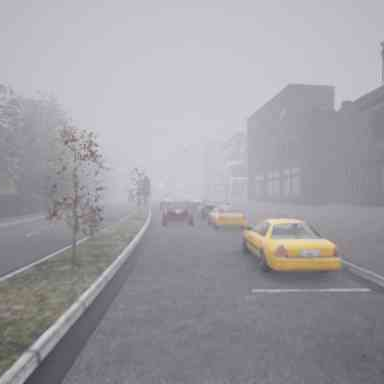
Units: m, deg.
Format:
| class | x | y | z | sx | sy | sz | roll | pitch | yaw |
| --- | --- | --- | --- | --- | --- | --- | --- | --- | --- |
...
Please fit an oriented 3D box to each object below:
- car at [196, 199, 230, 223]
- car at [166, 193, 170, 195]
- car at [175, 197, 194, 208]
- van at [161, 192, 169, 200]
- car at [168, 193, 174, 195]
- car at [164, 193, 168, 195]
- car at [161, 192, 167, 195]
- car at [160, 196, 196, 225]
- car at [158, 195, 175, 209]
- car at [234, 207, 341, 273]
| class | x | y | z | sx | sy | sz | roll | pitch | yaw |
| --- | --- | --- | --- | --- | --- | --- | --- | --- | --- |
| car | 1.527 | 1.534 | 28.743 | 2.163 | 1.488 | 4.792 | 0 | 0 | -5 |
| car | -3.575 | 1.486 | 65.625 | 2.002 | 1.452 | 4.674 | 0 | 0 | -8 |
| car | -1.211 | 1.488 | 49.150 | 2.231 | 1.521 | 4.892 | 0 | 0 | -8 |
| van | -7.532 | 1.095 | 93.193 | 1.878 | 1.987 | 4.442 | 0 | 0 | -8 |
| car | -2.793 | 1.492 | 60.165 | 2.163 | 1.488 | 4.792 | 0 | 0 | -8 |
| car | -4.369 | 1.457 | 71.147 | 2.163 | 1.488 | 4.792 | 0 | 0 | -8 |
| car | -5.155 | 1.154 | 76.635 | 2.435 | 2.045 | 5.566 | 0 | 0 | -8 |
| car | -1.115 | 1.369 | 24.362 | 2.097 | 1.767 | 4.553 | 0 | 0 | -5 |
| car | -3.101 | 1.486 | 41.329 | 1.882 | 1.535 | 5.008 | 0 | 0 | -8 |
| car | 2.828 | 1.489 | 10.732 | 1.946 | 1.575 | 5.366 | 0 | 0 | -2 |
